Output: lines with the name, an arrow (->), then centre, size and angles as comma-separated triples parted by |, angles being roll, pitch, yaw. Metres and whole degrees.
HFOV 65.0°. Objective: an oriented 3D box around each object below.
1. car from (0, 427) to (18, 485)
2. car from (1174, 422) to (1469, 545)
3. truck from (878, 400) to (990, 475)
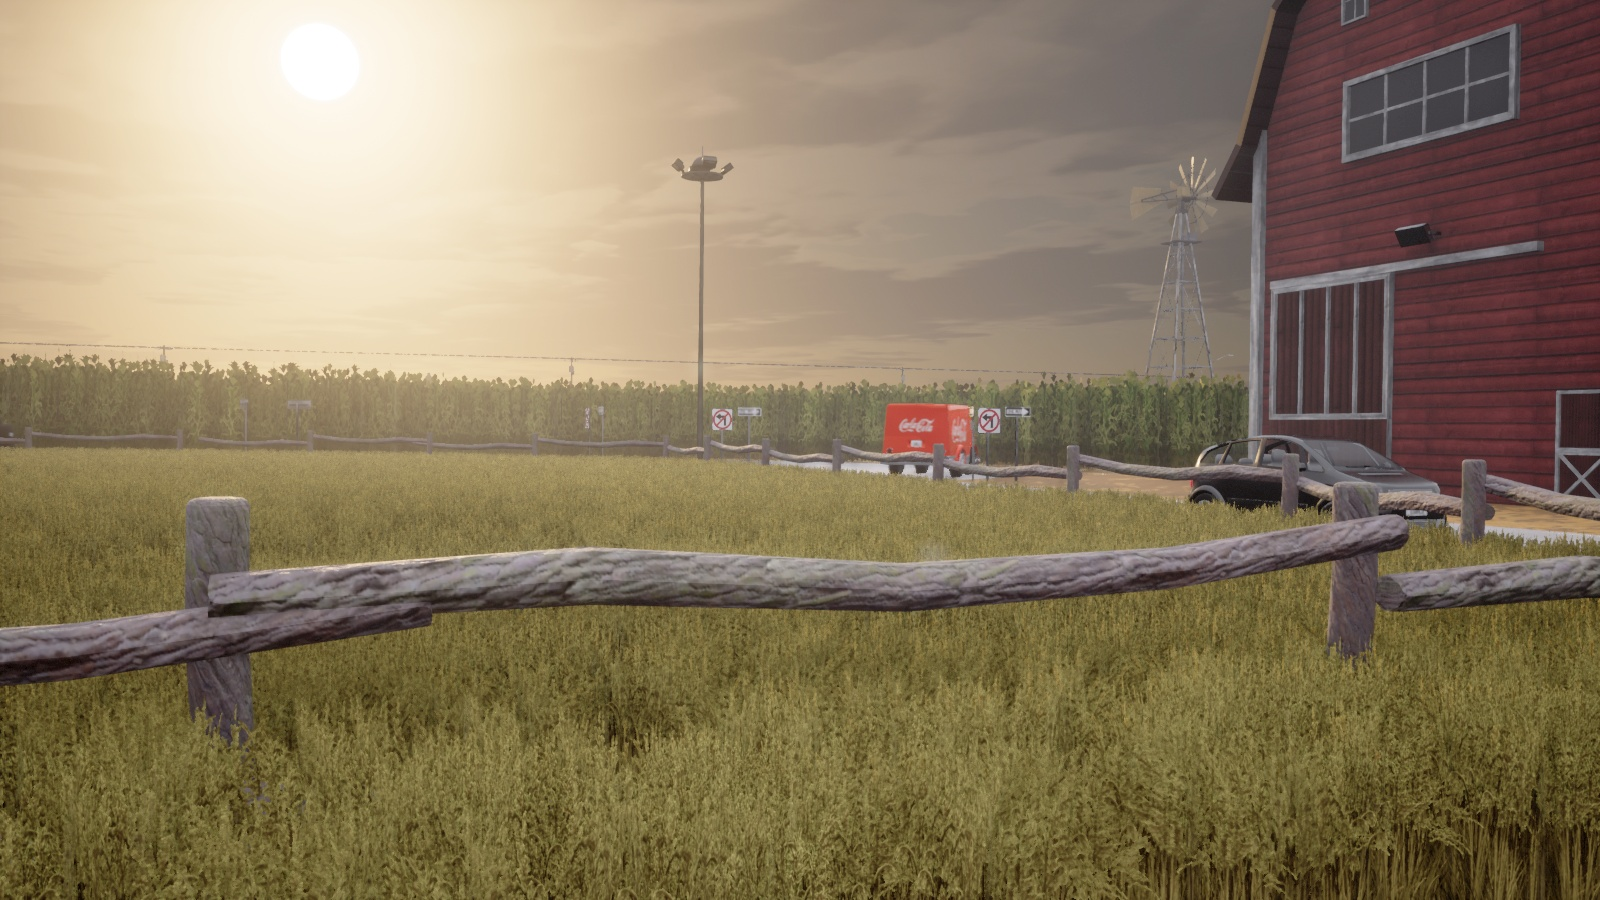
car -> -28.278, 0.206, 41.408 | 3.866, 1.878, 1.905 | -1, 1, -19
car -> 7.318, 0.405, 17.988 | 1.789, 1.549, 3.705 | -1, 1, -23
truck -> 4.754, -0.453, 43.864 | 2.627, 2.467, 5.204 | 0, 1, 21
